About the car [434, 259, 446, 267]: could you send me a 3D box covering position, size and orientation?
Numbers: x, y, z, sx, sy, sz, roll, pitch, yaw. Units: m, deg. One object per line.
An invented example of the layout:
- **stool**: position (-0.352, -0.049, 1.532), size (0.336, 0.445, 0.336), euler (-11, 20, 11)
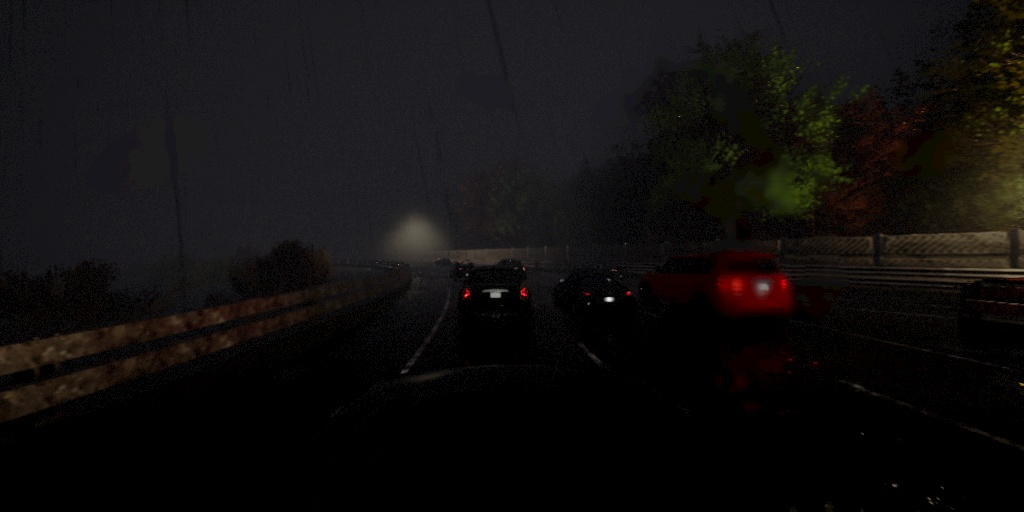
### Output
- **car**: position (-12.230, 1.207, 63.835), size (1.837, 1.490, 4.892), euler (0, 0, -34)

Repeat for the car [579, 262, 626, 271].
- **car**: position (6.301, 1.183, 26.654), size (2.128, 1.511, 4.902), euler (0, 0, -28)

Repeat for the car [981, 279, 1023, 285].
- **car**: position (16.402, 0.997, 10.061), size (2.097, 1.767, 4.553), euler (0, 0, -35)

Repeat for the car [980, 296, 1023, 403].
- **car**: position (6.888, 1.227, 2.099), size (1.837, 1.490, 4.892), euler (0, 0, -1)

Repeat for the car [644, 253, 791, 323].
- **car**: position (6.403, 0.933, 12.172), size (2.150, 2.045, 5.566), euler (0, 0, -6)

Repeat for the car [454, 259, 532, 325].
- **car**: position (-0.653, 1.090, 11.941), size (2.097, 1.767, 4.553), euler (0, 0, -6)

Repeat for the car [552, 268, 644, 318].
- **car**: position (2.753, 1.288, 12.908), size (1.994, 1.385, 4.181), euler (0, 0, -6)

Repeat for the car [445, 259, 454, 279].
- **car**: position (-4.065, 1.217, 29.842), size (2.128, 1.511, 4.902), euler (0, 0, -15)

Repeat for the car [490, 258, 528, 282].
- **car**: position (-0.347, 1.064, 29.395), size (2.097, 1.767, 4.553), euler (0, 0, -15)
